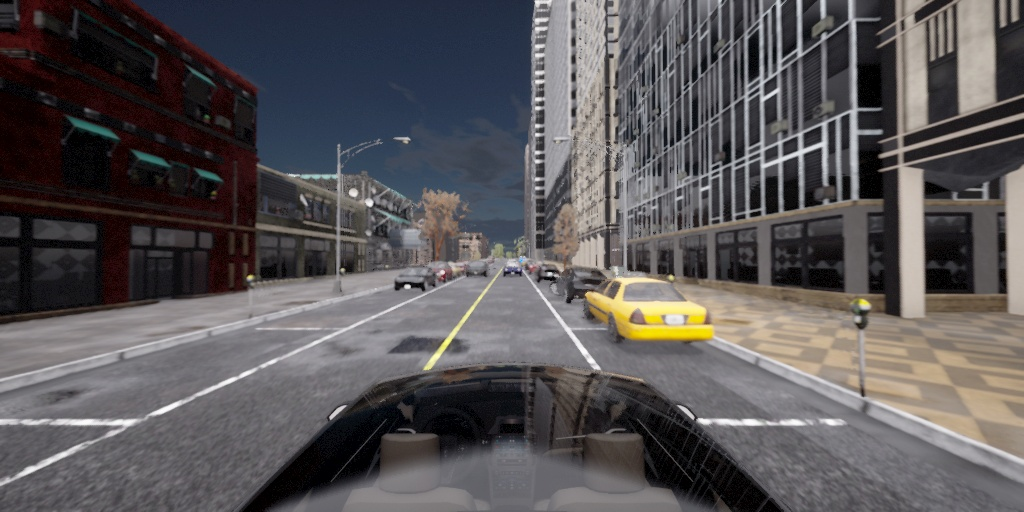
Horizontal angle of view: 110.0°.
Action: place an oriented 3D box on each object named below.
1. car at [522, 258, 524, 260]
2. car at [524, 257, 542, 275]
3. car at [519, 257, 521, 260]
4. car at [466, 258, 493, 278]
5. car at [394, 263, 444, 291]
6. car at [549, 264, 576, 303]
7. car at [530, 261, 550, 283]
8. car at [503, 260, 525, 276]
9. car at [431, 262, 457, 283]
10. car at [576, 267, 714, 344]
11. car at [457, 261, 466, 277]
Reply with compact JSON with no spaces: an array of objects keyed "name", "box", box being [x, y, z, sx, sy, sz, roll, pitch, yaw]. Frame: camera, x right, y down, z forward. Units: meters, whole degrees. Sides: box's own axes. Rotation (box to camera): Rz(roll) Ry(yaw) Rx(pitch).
[{"name":"car","box":[2.661,1.267,49.856,1.948,1.339,4.313,0,0,0]},{"name":"car","box":[2.660,1.151,38.567,1.967,1.591,4.097,0,0,0]},{"name":"car","box":[0.067,1.226,51.127,1.812,1.442,4.674,0,0,1]},{"name":"car","box":[-3.093,1.194,33.166,1.882,1.535,5.008,0,0,0]},{"name":"car","box":[-5.688,1.294,21.691,1.948,1.339,4.313,0,0,0]},{"name":"car","box":[3.095,1.240,16.435,1.837,1.490,4.892,0,0,-2]},{"name":"car","box":[2.660,1.288,27.279,1.948,1.339,4.313,0,0,0]},{"name":"car","box":[0.075,1.316,35.446,1.895,1.301,4.718,0,0,0]},{"name":"car","box":[-5.688,1.162,27.335,1.967,1.591,4.097,0,0,0]},{"name":"car","box":[3.151,1.199,9.508,1.801,1.575,5.366,0,0,0]},{"name":"car","box":[-5.688,1.242,32.809,1.751,1.417,4.829,0,0,0]}]
